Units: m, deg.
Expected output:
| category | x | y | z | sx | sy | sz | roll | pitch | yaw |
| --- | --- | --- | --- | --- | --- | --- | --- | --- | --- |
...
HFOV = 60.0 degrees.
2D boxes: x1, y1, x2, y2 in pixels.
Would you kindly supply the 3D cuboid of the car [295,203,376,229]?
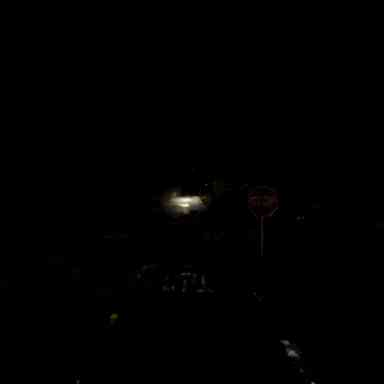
| category | x | y | z | sx | sy | sz | roll | pitch | yaw |
| --- | --- | --- | --- | --- | --- | --- | --- | --- | --- |
| car | 8.653 | 1.391 | 20.121 | 4.674 | 1.442 | 1.812 | 0 | 1 | -5 |
